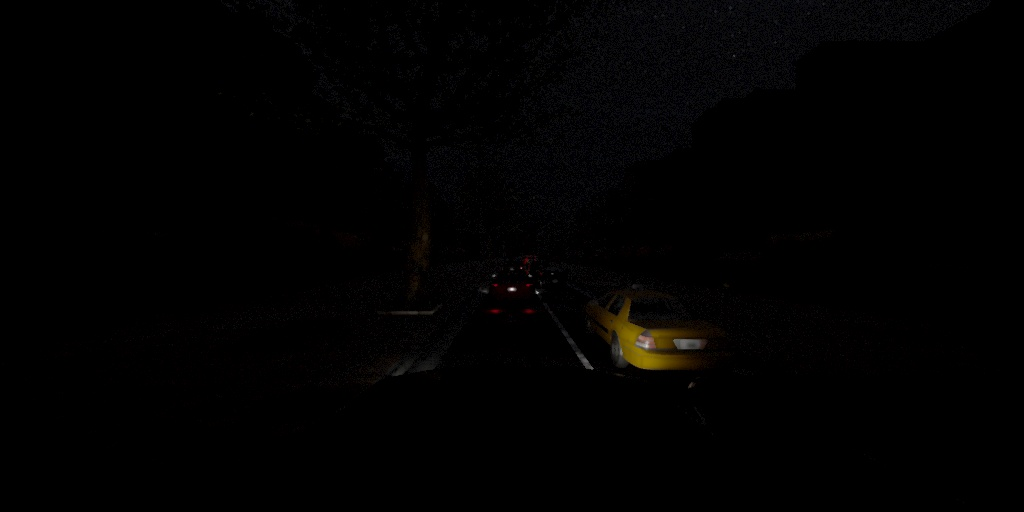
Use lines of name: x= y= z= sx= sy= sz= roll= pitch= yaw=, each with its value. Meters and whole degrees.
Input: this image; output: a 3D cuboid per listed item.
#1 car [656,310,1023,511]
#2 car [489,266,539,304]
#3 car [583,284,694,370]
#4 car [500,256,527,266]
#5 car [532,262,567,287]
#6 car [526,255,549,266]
car: x=2.638 y=1.314 z=1.918 sx=1.948 sy=1.339 sz=4.313 roll=0 pitch=0 yaw=0
car: x=0.000 y=1.320 z=16.500 sx=1.994 sy=1.385 sz=4.181 roll=0 pitch=0 yaw=0
car: x=2.638 y=1.275 z=7.630 sx=1.751 sy=1.417 sz=4.829 roll=0 pitch=0 yaw=0
car: x=0.000 y=1.099 z=31.471 sx=2.097 sy=1.767 sz=4.553 roll=0 pitch=0 yaw=0
car: x=2.639 y=1.291 z=24.085 sx=2.007 sy=1.370 sz=4.403 roll=0 pitch=0 yaw=0
car: x=2.639 y=1.041 z=35.167 sx=2.192 sy=1.841 sz=5.009 roll=0 pitch=0 yaw=0
